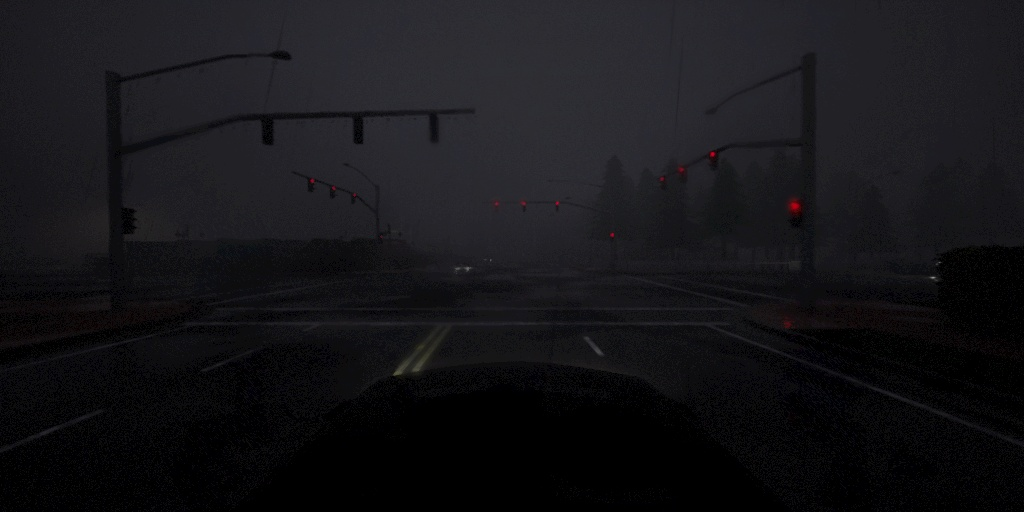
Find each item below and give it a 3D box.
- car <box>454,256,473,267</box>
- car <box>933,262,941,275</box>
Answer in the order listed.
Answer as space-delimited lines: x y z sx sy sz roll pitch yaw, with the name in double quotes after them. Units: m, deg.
-6.144 0.658 46.419 2.033 1.411 5.357 0 1 1 "car"
32.938 0.551 25.291 4.553 1.767 2.097 0 1 3 "car"
